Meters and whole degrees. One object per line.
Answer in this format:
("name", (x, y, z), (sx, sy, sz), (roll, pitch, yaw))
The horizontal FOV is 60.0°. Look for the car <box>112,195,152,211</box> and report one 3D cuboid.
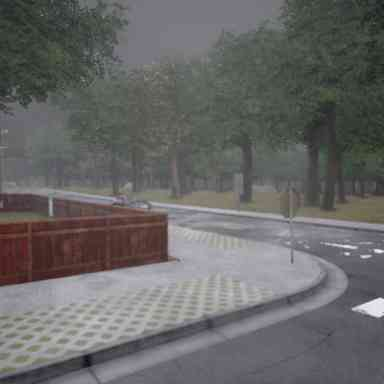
("car", (-5.008, 1.006, 27.336), (2.128, 1.511, 4.902), (-2, 3, -35))
